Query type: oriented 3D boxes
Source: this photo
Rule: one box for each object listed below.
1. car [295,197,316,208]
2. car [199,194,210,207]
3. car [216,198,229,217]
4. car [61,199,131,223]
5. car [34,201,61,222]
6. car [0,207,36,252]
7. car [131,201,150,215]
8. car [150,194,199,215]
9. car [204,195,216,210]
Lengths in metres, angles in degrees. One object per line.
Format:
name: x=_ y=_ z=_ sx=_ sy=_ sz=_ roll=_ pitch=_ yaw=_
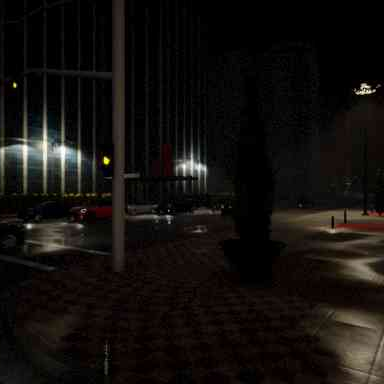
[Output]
car: x=16.148 y=1.504 z=47.158 sx=1.837 sy=1.490 sz=4.892 roll=0 pitch=0 yaw=35
car: x=0.560 y=1.221 z=43.472 sx=2.150 sy=2.045 sz=5.566 roll=0 pitch=0 yaw=35
car: x=4.526 y=1.352 z=30.477 sx=2.097 sy=1.767 sz=4.553 roll=0 pitch=0 yaw=35
car: x=-7.400 y=1.352 z=25.952 sx=2.097 sy=1.767 sz=4.553 roll=0 pitch=0 yaw=35
car: x=-11.235 y=1.478 z=26.574 sx=1.882 sy=1.535 sz=5.008 roll=0 pitch=0 yaw=35
car: x=-8.533 y=1.477 z=11.735 sx=1.882 sy=1.535 sz=5.008 roll=0 pitch=0 yaw=35
car: x=-5.573 y=1.601 z=34.699 sx=1.895 sy=1.301 sz=4.718 roll=0 pitch=0 yaw=35
car: x=-1.711 y=1.352 z=34.113 sx=2.097 sy=1.767 sz=4.553 roll=0 pitch=0 yaw=35
car: x=4.129 y=1.491 z=42.470 sx=2.128 sy=1.511 sz=4.902 roll=0 pitch=0 yaw=35
